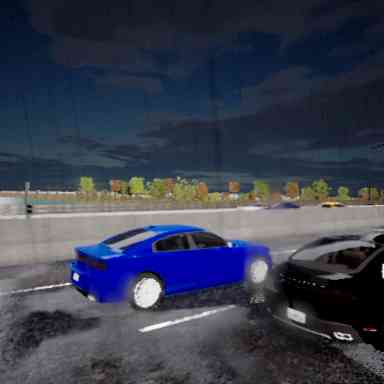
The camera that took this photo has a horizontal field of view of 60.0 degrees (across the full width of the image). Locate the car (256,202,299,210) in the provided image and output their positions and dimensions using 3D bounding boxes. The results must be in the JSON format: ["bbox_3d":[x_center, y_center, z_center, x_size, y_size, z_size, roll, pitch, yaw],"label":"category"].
[{"bbox_3d":[8.556,1.703,31.344,4.674,1.442,1.812,1,0,-35],"label":"car"}]

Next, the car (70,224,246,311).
[{"bbox_3d":[-0.215,1.504,7.876,5.008,1.535,1.882,0,0,-35],"label":"car"}]

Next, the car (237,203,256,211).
[{"bbox_3d":[6.875,1.780,34.439,4.718,1.301,1.895,1,0,-35],"label":"car"}]

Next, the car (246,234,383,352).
[{"bbox_3d":[3.478,1.548,6.203,4.892,1.490,1.837,0,0,-35],"label":"car"}]

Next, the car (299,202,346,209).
[{"bbox_3d":[12.101,1.671,29.537,5.008,1.535,1.882,1,0,-35],"label":"car"}]
